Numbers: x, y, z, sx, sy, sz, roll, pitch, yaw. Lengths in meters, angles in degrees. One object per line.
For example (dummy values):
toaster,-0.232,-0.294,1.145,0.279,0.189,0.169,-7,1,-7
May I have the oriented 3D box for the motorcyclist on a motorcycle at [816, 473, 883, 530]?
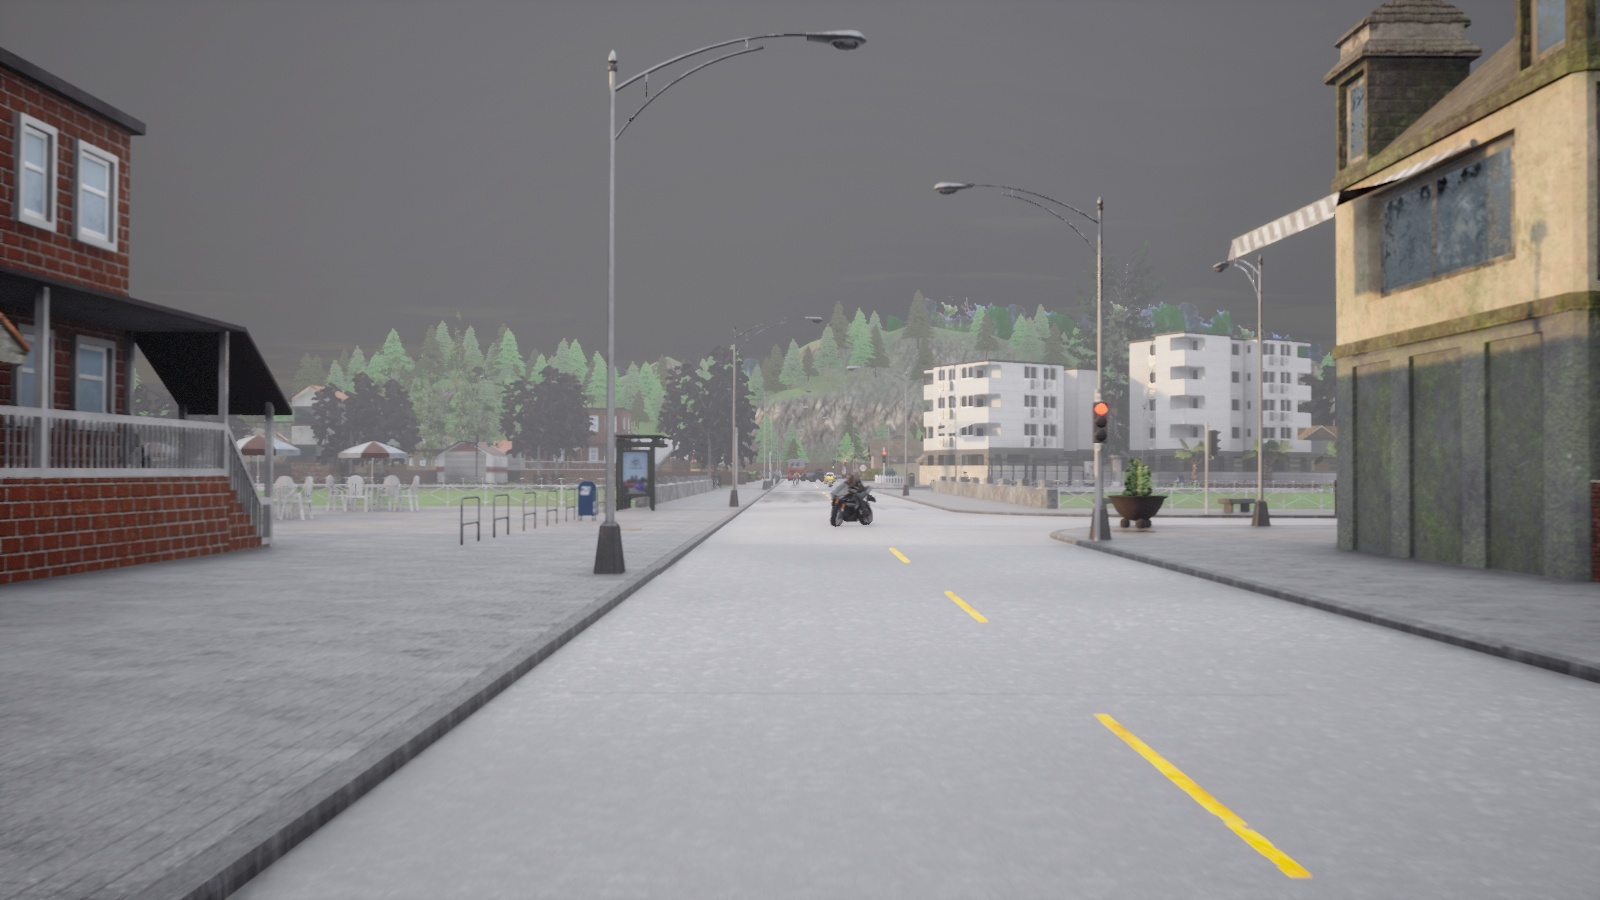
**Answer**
motorcyclist on a motorcycle,1.432,1.444,35.822,0.866,1.530,2.191,0,0,33
